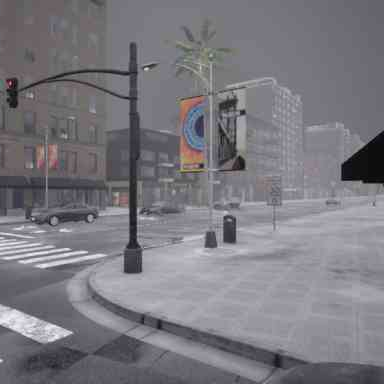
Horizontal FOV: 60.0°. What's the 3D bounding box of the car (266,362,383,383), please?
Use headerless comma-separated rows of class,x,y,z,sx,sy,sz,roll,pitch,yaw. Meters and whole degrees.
car,2.203,1.551,1.279,4.403,1.369,2.008,0,0,35

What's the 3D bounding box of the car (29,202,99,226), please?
car,-8.921,1.520,23.566,1.837,1.490,4.892,0,0,35

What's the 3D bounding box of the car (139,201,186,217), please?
car,-2.714,1.582,32.384,2.033,1.411,5.357,0,0,35

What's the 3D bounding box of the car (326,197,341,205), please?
car,26.365,1.710,62.065,1.994,1.385,4.181,0,0,35

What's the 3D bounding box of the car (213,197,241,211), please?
car,4.457,1.411,42.546,2.097,1.767,4.553,0,0,35
